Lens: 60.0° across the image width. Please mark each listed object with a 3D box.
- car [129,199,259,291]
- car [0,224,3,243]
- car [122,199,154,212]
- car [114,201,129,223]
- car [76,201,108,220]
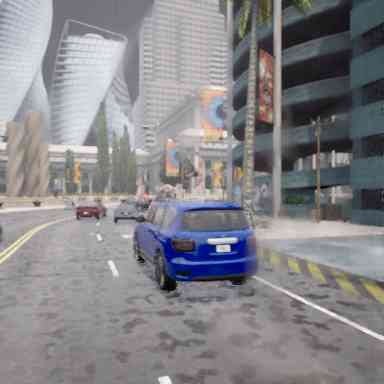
[{"bbox_3d":[-0.219,1.260,9.435,2.150,2.045,5.566,0,0,-19],"label":"car"},{"bbox_3d":[-8.990,1.587,13.219,1.994,1.385,4.181,0,0,-18],"label":"car"},{"bbox_3d":[-6.810,1.641,42.689,2.128,1.511,4.902,0,0,18],"label":"car"},{"bbox_3d":[-5.205,1.638,26.869,2.033,1.411,5.357,0,0,-8],"label":"car"},{"bbox_3d":[-8.713,1.566,29.262,1.882,1.535,5.008,0,-1,-4],"label":"car"}]
